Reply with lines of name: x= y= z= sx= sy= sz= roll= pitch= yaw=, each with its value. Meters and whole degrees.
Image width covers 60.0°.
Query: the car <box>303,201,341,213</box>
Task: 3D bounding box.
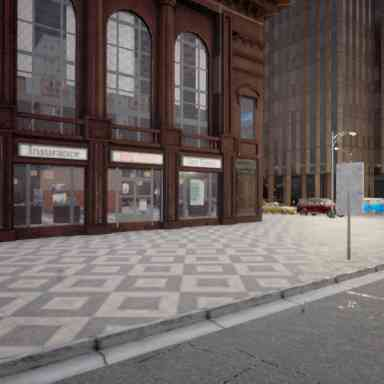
car: x=16.372 y=1.889 z=42.170 sx=1.802 sy=1.307 sz=4.206 roll=-1 pitch=0 yaw=-35

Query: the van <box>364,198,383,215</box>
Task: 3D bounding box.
van: x=19.611 y=1.580 z=37.575 sx=1.690 sy=1.788 sz=3.998 roll=-1 pitch=0 yaw=-35

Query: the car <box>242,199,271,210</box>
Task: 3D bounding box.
car: x=9.886 y=1.883 z=51.361 sx=1.967 sy=1.590 sz=4.097 roll=-1 pitch=0 yaw=-35

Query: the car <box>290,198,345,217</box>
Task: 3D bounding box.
car: x=12.649 y=1.516 z=32.653 sx=2.192 sy=1.841 sz=5.009 roll=-1 pitch=0 yaw=-35

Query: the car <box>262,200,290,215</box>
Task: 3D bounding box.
car: x=9.508 y=1.792 z=37.109 sx=1.752 sy=1.417 sz=4.829 roll=-1 pitch=0 yaw=-35
